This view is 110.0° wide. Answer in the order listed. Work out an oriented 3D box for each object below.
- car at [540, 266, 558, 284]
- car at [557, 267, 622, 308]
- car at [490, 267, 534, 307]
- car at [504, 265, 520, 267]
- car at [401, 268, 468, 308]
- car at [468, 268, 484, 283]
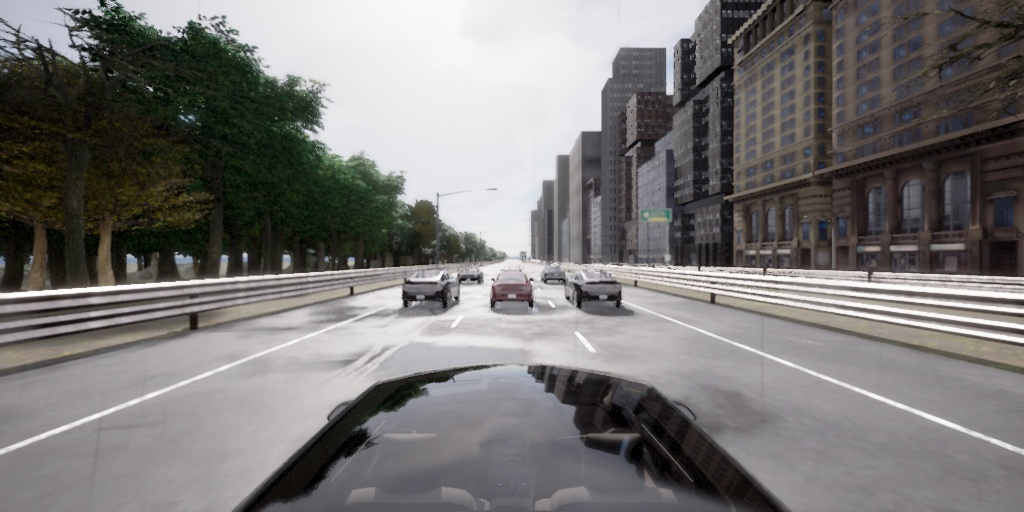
[{"bbox_3d":[3.503,1.595,30.833,2.033,1.411,5.357,0,-1,0],"label":"car"},{"bbox_3d":[3.504,1.383,16.147,2.128,1.511,4.902,0,0,0],"label":"car"},{"bbox_3d":[0.006,1.417,16.232,1.812,1.442,4.674,0,0,0],"label":"car"},{"bbox_3d":[0.005,1.543,31.142,2.128,1.511,4.902,0,-1,0],"label":"car"},{"bbox_3d":[-3.495,1.383,16.136,2.128,1.511,4.902,0,0,0],"label":"car"},{"bbox_3d":[-3.497,1.649,30.952,1.895,1.301,4.718,0,-1,0],"label":"car"}]
